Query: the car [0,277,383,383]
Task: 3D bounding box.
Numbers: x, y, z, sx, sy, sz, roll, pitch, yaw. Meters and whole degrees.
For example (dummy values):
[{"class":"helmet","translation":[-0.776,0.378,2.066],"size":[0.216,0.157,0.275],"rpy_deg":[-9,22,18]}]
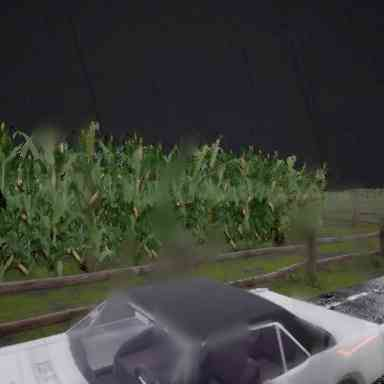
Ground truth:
[{"class":"car","translation":[-0.304,1.600,2.851],"size":[4.718,1.301,1.895],"rpy_deg":[0,0,-35]}]
